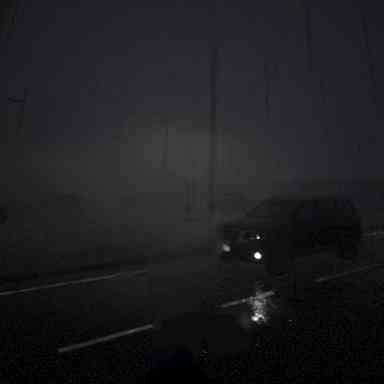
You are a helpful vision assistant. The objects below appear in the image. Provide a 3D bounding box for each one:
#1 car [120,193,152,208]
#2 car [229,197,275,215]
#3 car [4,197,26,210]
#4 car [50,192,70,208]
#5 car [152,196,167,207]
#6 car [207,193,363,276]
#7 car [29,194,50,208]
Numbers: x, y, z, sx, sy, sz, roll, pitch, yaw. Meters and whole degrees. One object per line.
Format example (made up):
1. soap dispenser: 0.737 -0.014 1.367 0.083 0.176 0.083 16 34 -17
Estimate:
1. car: -7.427 1.027 42.553 1.932 1.855 4.605 -1 0 -37
2. car: 5.419 1.222 30.271 1.970 1.475 3.806 -1 0 -37
3. car: -25.332 1.386 47.896 1.970 1.475 3.806 -1 0 -37
4. car: -20.899 1.094 51.279 1.932 1.855 4.605 -1 0 -37
5. car: -5.069 1.211 44.239 1.784 1.438 3.905 -1 0 -37
6. car: 3.175 1.155 10.538 5.566 2.045 2.150 0 0 -35
7. car: -23.015 1.329 49.631 1.784 1.438 3.905 -1 0 -37
